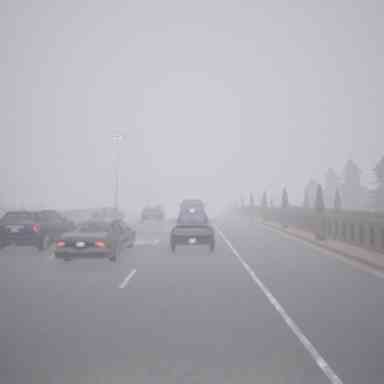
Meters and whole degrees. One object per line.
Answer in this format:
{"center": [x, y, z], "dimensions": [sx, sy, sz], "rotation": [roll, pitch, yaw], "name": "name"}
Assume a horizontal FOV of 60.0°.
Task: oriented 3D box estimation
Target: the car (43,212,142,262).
{"center": [-3.477, 1.721, 12.913], "dimensions": [2.033, 1.411, 5.357], "rotation": [0, -1, 0], "name": "car"}

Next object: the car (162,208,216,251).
{"center": [0.043, 1.694, 15.128], "dimensions": [2.128, 1.511, 4.902], "rotation": [0, -1, 0], "name": "car"}

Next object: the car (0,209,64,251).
{"center": [-6.956, 1.555, 15.217], "dimensions": [2.097, 1.767, 4.553], "rotation": [0, -1, 0], "name": "car"}

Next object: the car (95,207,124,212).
{"center": [-6.974, 1.927, 28.026], "dimensions": [2.033, 1.411, 5.357], "rotation": [0, -1, 0], "name": "car"}

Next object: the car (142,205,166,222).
{"center": [-3.454, 1.915, 30.243], "dimensions": [2.128, 1.511, 4.902], "rotation": [0, -1, 0], "name": "car"}

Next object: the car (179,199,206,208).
{"center": [0.032, 1.617, 28.751], "dimensions": [2.150, 2.045, 5.566], "rotation": [0, -1, 0], "name": "car"}
